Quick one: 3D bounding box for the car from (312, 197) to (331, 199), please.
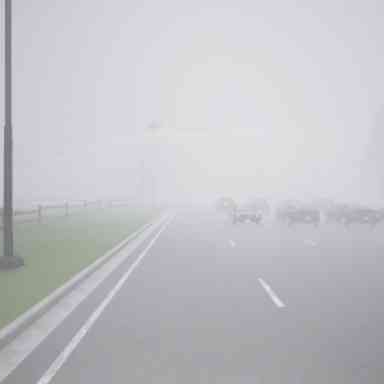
[{"bbox_3d":[14.007,1.289,36.516,2.097,1.767,4.553,0,0,0],"label":"car"}]

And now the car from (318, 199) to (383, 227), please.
[{"bbox_3d":[10.515,1.439,22.457,1.882,1.535,5.008,0,0,0],"label":"car"}]

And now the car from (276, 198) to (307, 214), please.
[{"bbox_3d":[10.516,1.443,35.544,1.837,1.490,4.892,0,0,0],"label":"car"}]

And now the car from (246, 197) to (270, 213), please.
[{"bbox_3d":[7.014,1.290,36.090,2.097,1.767,4.553,0,0,0],"label":"car"}]

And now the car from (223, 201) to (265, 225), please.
[{"bbox_3d":[3.560,1.561,23.452,1.895,1.301,4.718,0,0,0],"label":"car"}]

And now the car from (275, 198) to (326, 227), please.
[{"bbox_3d":[7.016,1.439,22.601,1.882,1.535,5.008,0,0,0],"label":"car"}]

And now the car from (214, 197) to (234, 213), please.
[{"bbox_3d":[3.515,1.291,35.822,2.097,1.767,4.553,0,0,0],"label":"car"}]
